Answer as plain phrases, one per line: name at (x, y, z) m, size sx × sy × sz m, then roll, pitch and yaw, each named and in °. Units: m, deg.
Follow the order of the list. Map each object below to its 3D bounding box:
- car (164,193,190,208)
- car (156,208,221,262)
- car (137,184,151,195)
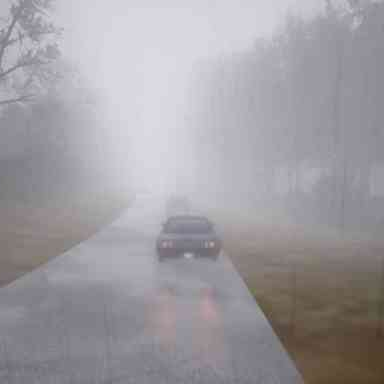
car at (-1.222, 0.861, 28.054) m, size 1.837 × 1.490 × 4.892 m, roll 1°, pitch 3°, yaw -5°
car at (-0.153, 1.482, 11.697) m, size 1.895 × 1.301 × 4.718 m, roll 0°, pitch 1°, yaw -1°
car at (-7.166, -0.443, 49.771) m, size 2.033 × 1.411 × 5.357 m, roll 2°, pitch 3°, yaw -10°
